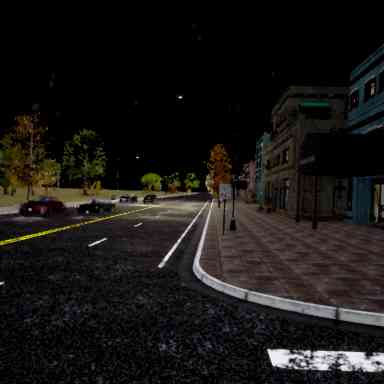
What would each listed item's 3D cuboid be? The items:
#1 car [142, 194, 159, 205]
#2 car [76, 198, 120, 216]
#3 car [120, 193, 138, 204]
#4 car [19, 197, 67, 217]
[{"bbox_3d":[-6.199,1.132,50.552,1.837,1.490,4.892,2,0,4],"label":"car"},{"bbox_3d":[-7.901,1.231,27.783,1.895,1.301,4.718,2,0,4],"label":"car"},{"bbox_3d":[-9.498,0.977,50.015,2.128,1.511,4.902,2,0,4],"label":"car"},{"bbox_3d":[-11.313,1.060,25.515,1.994,1.385,4.181,2,0,4],"label":"car"}]
